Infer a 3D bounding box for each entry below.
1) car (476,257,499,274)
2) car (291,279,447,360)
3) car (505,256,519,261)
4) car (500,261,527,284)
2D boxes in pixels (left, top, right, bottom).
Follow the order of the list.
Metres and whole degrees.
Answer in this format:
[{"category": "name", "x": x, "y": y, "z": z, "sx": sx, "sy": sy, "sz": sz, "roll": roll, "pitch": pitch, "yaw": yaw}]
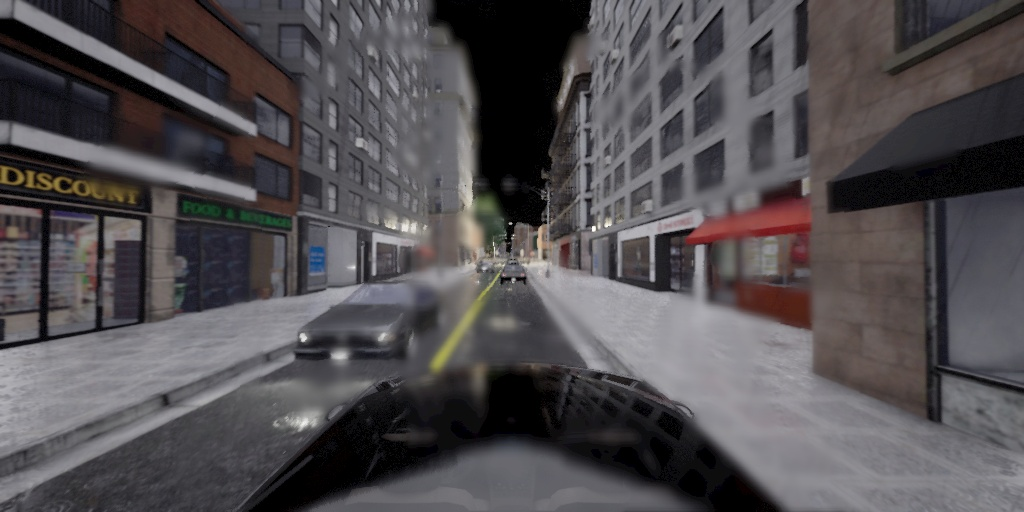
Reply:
[{"category": "car", "x": -2.846, "y": 1.124, "z": 39.178, "sx": 2.128, "sy": 1.511, "sz": 4.902, "roll": 0, "pitch": 0, "yaw": 0}, {"category": "car", "x": -2.842, "y": 1.287, "z": 8.634, "sx": 2.033, "sy": 1.411, "sz": 5.357, "roll": 0, "pitch": 0, "yaw": 0}, {"category": "car", "x": 0.097, "y": 1.125, "z": 41.673, "sx": 1.837, "sy": 1.490, "sz": 4.892, "roll": 0, "pitch": 1, "yaw": 0}, {"category": "car", "x": 0.110, "y": 1.290, "z": 26.183, "sx": 1.895, "sy": 1.301, "sz": 4.718, "roll": 0, "pitch": 0, "yaw": 0}]
